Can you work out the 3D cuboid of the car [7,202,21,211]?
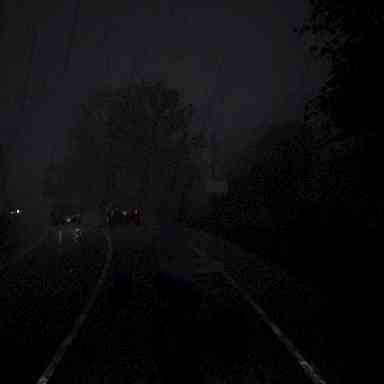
[{"bbox_3d":[-32.163,2.613,60.064,2.128,1.511,4.902,-3,1,-32],"label":"car"}]

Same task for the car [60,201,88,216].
[{"bbox_3d":[-14.027,1.869,39.255,1.882,1.535,5.008,-4,1,-34],"label":"car"}]

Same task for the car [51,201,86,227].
[{"bbox_3d":[-9.727,1.758,25.518,2.128,1.511,4.902,-3,0,-26],"label":"car"}]

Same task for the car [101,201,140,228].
[{"bbox_3d":[-5.126,1.430,23.437,2.097,1.767,4.553,-2,0,-22],"label":"car"}]
